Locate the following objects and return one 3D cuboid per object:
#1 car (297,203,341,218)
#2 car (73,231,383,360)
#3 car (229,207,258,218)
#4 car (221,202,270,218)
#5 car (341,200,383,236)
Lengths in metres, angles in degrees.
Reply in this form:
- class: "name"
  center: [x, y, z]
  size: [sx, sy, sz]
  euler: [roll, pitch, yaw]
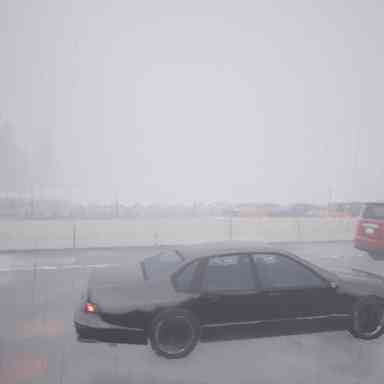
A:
- class: "car"
  center: [9.624, 1.474, 21.839]
  size: [4.553, 1.767, 2.097]
  euler: [0, 0, -11]
- class: "car"
  center: [0.899, 1.565, 5.583]
  size: [5.357, 1.411, 2.033]
  euler: [0, 0, -11]
- class: "car"
  center: [5.917, 1.597, 28.230]
  size: [5.008, 1.535, 1.882]
  euler: [0, 0, -11]
- class: "car"
  center: [5.035, 1.691, 31.623]
  size: [4.181, 1.385, 1.994]
  euler: [0, 0, -11]
- class: "car"
  center: [7.989, 1.285, 10.590]
  size: [5.566, 2.045, 2.150]
  euler: [0, 0, -11]
